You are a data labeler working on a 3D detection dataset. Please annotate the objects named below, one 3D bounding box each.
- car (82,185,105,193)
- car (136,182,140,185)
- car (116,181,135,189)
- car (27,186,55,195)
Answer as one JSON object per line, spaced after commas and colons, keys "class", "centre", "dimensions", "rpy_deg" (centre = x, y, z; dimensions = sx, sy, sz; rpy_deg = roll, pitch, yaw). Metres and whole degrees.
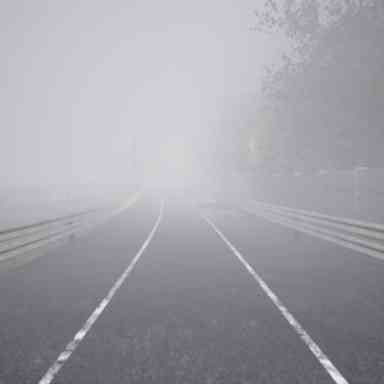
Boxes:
{"class": "car", "centre": [-16.980, -0.380, 57.275], "dimensions": [2.128, 1.511, 4.902], "rpy_deg": [1, 4, 19]}
{"class": "car", "centre": [-15.078, -2.169, 83.902], "dimensions": [2.033, 1.411, 5.357], "rpy_deg": [1, 4, 19]}
{"class": "car", "centre": [-15.060, -1.437, 73.410], "dimensions": [1.994, 1.385, 4.181], "rpy_deg": [1, 4, 19]}
{"class": "car", "centre": [-25.047, -0.187, 55.366], "dimensions": [1.837, 1.490, 4.892], "rpy_deg": [1, 4, 19]}
